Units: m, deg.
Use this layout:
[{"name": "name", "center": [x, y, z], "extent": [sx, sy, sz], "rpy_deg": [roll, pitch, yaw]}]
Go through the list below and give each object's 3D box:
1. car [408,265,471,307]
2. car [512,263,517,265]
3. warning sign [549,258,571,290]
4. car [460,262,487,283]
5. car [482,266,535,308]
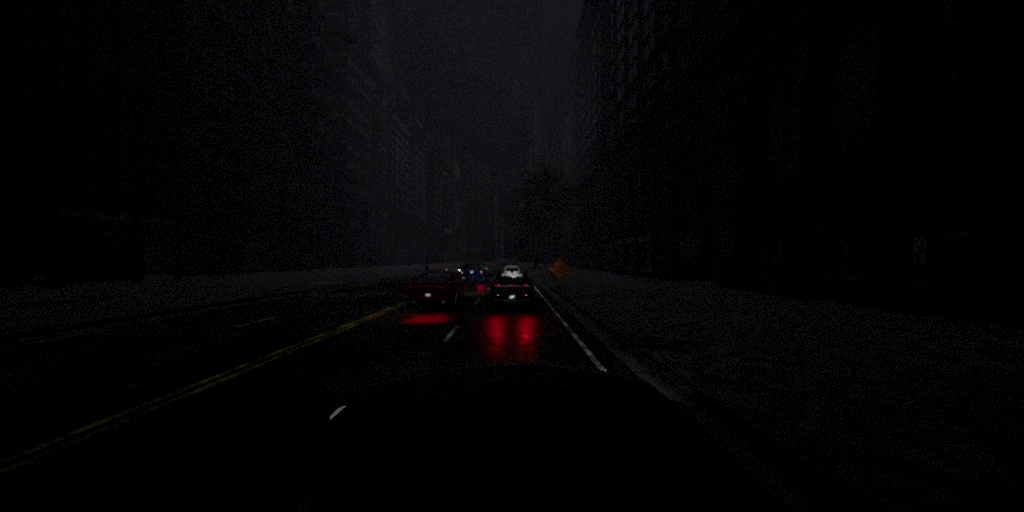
[{"name": "car", "center": [-3.242, 1.365, 16.318], "extent": [1.882, 1.535, 5.008], "rpy_deg": [0, 0, 0]}, {"name": "car", "center": [0.009, 1.556, 31.240], "extent": [1.812, 1.442, 4.674], "rpy_deg": [0, 0, 0]}, {"name": "warning sign", "center": [2.853, 1.051, 21.411], "extent": [1.300, 1.860, 1.060], "rpy_deg": [0, 0, 0]}, {"name": "car", "center": [-3.243, 1.377, 30.919], "extent": [2.097, 1.767, 4.553], "rpy_deg": [0, -1, 0]}, {"name": "car", "center": [0.006, 1.378, 16.139], "extent": [2.128, 1.511, 4.902], "rpy_deg": [0, 0, 0]}]
